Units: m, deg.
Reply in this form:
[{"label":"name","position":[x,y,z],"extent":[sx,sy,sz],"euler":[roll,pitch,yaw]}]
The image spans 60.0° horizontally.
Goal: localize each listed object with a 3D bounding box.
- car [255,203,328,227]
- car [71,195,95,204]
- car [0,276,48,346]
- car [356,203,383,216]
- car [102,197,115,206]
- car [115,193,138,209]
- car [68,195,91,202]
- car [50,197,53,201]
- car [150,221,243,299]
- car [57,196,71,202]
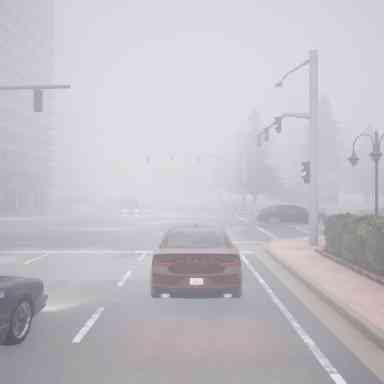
[{"label":"car","position":[6.852,1.562,22.961],"extent":[4.892,1.490,1.837],"euler":[0,0,0]},{"label":"car","position":[-20.807,1.492,64.739],"extent":[4.902,1.511,2.128],"euler":[0,0,41]},{"label":"car","position":[-3.428,1.547,3.309],"extent":[2.033,1.411,5.357],"euler":[0,0,0]},{"label":"car","position":[15.618,1.581,26.570],"extent":[4.674,1.442,1.812],"euler":[0,0,0]},{"label":"car","position":[-13.588,1.547,56.329],"extent":[2.033,1.411,5.357],"euler":[0,0,-34]},{"label":"car","position":[-9.042,1.221,46.690],"extent":[2.150,2.045,5.566],"euler":[0,0,-20]},{"label":"car","position":[-25.773,1.478,76.370],"extent":[5.008,1.535,1.882],"euler":[0,0,24]},{"label":"car","position":[-35.598,1.468,79.847],"extent":[4.181,1.385,1.994],"euler":[0,0,9]},{"label":"car","position":[0.094,1.478,8.536],"extent":[1.882,1.535,5.008],"euler":[0,0,0]},{"label":"car","position":[-27.152,1.540,73.161],"extent":[5.357,1.411,2.033],"euler":[0,0,24]}]
